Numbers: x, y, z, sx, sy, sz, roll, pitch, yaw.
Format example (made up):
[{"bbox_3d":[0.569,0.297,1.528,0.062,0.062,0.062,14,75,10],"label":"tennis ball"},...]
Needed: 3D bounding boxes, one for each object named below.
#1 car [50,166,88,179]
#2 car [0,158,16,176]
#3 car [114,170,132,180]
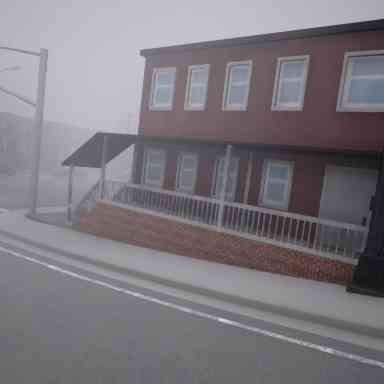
[{"bbox_3d":[-14.944,-2.475,40.594,1.812,1.442,4.674,10,6,36],"label":"car"},{"bbox_3d":[-20.243,-2.653,33.255,2.097,1.767,4.553,10,6,36],"label":"car"},{"bbox_3d":[-9.174,-2.469,48.567,1.812,1.442,4.674,10,6,35],"label":"car"}]
